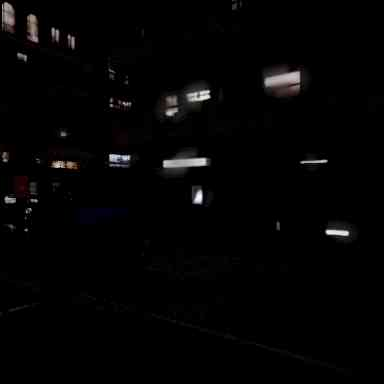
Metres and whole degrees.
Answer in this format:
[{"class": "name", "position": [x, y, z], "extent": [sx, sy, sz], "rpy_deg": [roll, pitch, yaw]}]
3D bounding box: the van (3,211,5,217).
[{"class": "van", "position": [-11.743, 1.124, 24.786], "extent": [1.690, 1.788, 3.998], "rpy_deg": [1, 2, 35]}]

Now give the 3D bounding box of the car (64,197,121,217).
[{"class": "car", "position": [-8.617, 1.233, 29.230], "extent": [1.752, 1.417, 4.829], "rpy_deg": [1, 2, 35]}]

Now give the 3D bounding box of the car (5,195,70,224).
[{"class": "car", "position": [-9.870, 1.151, 23.029], "extent": [2.097, 1.767, 4.553], "rpy_deg": [0, 1, 36]}]

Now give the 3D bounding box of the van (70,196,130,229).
[{"class": "van", "position": [-4.909, 1.160, 19.937], "extent": [1.690, 1.788, 3.998], "rpy_deg": [1, 1, 35]}]

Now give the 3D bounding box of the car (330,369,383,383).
[{"class": "car", "position": [2.590, 1.544, 1.021], "extent": [4.507, 1.381, 1.887], "rpy_deg": [0, 0, 36]}]
